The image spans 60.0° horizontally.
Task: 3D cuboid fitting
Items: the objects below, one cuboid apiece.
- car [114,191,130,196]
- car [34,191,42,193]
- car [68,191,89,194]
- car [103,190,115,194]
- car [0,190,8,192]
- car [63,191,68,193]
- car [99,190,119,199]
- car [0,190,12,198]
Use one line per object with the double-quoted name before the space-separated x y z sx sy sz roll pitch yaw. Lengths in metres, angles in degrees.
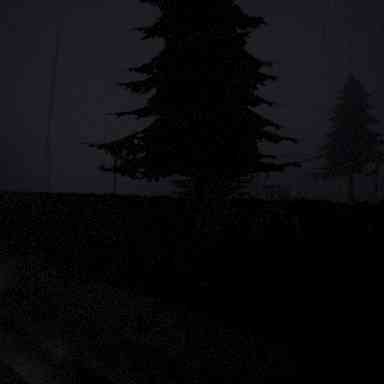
"car" -10.315 1.034 54.458 3.806 1.475 1.970 0 0 -45
"car" -39.403 0.590 83.892 4.514 1.523 2.007 0 0 -45
"car" -27.084 0.544 81.837 5.027 1.636 2.152 0 0 -45
"car" -15.815 0.624 70.898 4.605 1.855 1.932 0 0 -45
"car" -23.765 0.950 41.515 5.027 1.636 2.152 0 0 -45
"car" -31.802 0.567 86.200 3.806 1.475 1.970 0 0 -45
"car" -18.140 0.577 72.687 3.866 1.878 1.905 0 0 -45
"car" -41.709 0.435 71.929 4.605 1.855 1.932 0 0 -45
